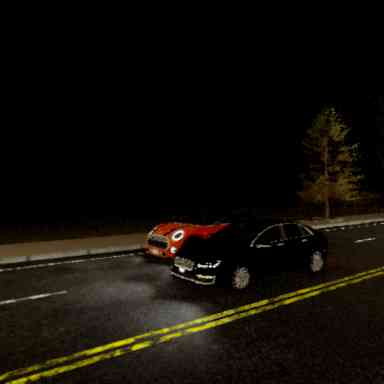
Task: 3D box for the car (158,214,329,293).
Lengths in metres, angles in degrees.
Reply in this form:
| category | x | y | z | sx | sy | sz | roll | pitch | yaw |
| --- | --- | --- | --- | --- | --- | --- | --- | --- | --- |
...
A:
| category | x | y | z | sx | sy | sz | roll | pitch | yaw |
| --- | --- | --- | --- | --- | --- | --- | --- | --- | --- |
| car | 1.734 | 1.509 | 8.966 | 4.892 | 1.490 | 1.837 | 0 | 0 | -36 |

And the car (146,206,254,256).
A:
| category | x | y | z | sx | sy | sz | roll | pitch | yaw |
| --- | --- | --- | --- | --- | --- | --- | --- | --- | --- |
| car | 0.614 | 1.360 | 12.174 | 4.553 | 1.767 | 2.097 | 0 | 0 | -36 |
